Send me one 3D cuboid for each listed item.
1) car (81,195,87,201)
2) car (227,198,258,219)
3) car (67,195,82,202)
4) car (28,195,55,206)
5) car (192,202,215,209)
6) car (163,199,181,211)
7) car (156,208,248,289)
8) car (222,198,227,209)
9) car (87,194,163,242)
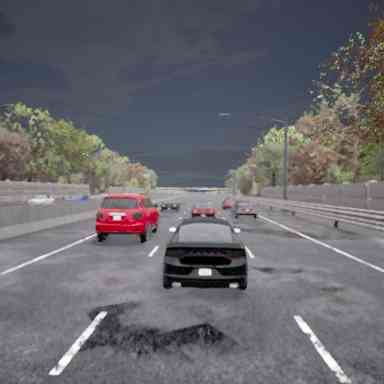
[{"bbox_3d":[-12.721,1.241,44.374,1.812,1.442,4.674,1,0,2],"label":"car"},{"bbox_3d":[4.455,1.487,28.861,2.033,1.411,5.357,1,0,2],"label":"car"},{"bbox_3d":[-16.110,1.150,47.489,1.882,1.535,5.008,1,0,2],"label":"car"},{"bbox_3d":[-19.735,1.170,43.963,1.812,1.442,4.674,1,0,2],"label":"car"},{"bbox_3d":[0.932,1.509,27.521,1.895,1.301,4.718,1,0,2],"label":"car"},{"bbox_3d":[-2.281,1.445,36.627,1.895,1.301,4.718,1,0,2],"label":"car"},{"bbox_3d":[0.345,1.447,9.133,1.882,1.535,5.008,1,0,2],"label":"car"},{"bbox_3d":[4.831,1.466,42.065,1.994,1.385,4.181,1,0,2],"label":"car"},{"bbox_3d":[-2.936,1.132,16.093,2.150,2.045,5.566,1,0,2],"label":"car"}]
